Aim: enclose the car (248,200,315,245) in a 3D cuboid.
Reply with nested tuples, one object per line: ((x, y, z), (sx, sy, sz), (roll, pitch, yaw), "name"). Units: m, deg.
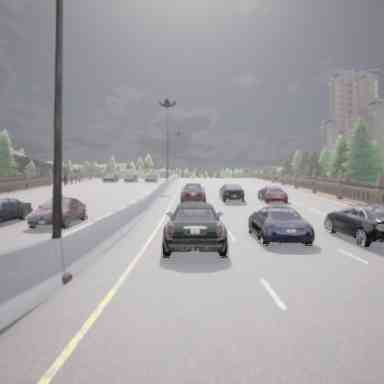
((3.601, 1.286, 14.067), (1.994, 1.385, 4.181), (0, 3, 0), "car")

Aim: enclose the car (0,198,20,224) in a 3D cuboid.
((-10.596, 1.053, 18.063), (2.033, 1.411, 5.357), (0, 4, 0), "car")

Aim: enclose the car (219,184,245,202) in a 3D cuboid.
((3.605, -0.028, 30.489), (1.882, 1.535, 5.008), (0, 5, 0), "car")

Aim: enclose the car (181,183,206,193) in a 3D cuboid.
((0.103, 0.014, 28.593), (2.097, 1.767, 4.553), (0, 5, 0), "car")

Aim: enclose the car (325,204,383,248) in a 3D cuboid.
((7.101, 1.236, 13.556), (2.128, 1.511, 4.902), (0, 3, 0), "car")

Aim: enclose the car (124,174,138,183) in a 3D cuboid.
((-10.537, -2.403, 57.567), (1.837, 1.490, 4.892), (0, 5, 1), "car")

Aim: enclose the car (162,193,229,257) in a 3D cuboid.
((0.100, 1.149, 12.359), (2.097, 1.767, 4.553), (0, 2, 0), "car")

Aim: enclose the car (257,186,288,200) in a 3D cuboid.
((7.105, 0.141, 29.558), (1.994, 1.385, 4.181), (0, 5, 0), "car")

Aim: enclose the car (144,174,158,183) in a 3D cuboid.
((-7.041, -2.406, 57.599), (1.837, 1.490, 4.892), (0, 5, 1), "car")

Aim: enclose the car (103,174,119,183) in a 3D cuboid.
((-14.037, -2.428, 57.558), (1.882, 1.535, 5.008), (0, 5, 1), "car")

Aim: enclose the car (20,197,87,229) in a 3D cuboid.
((-7.095, 1.033, 18.037), (1.812, 1.442, 4.674), (0, 4, 0), "car")
